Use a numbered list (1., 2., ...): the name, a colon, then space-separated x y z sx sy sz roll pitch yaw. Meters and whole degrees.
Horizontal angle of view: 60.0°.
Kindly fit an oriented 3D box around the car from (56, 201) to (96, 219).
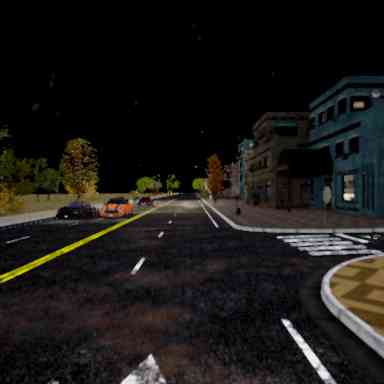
1. car: -9.849 1.510 28.677 2.033 1.411 5.357 0 0 0

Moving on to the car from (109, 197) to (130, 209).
1. car: -9.833 1.443 45.561 1.837 1.490 4.892 0 0 0

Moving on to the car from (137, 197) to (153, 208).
1. car: -6.580 1.463 47.339 1.812 1.442 4.674 0 0 0

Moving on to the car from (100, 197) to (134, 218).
1. car: -6.596 1.314 29.372 2.097 1.767 4.553 0 0 0

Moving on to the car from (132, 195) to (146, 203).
1. car: -9.746 1.231 61.533 1.895 1.301 4.718 0 0 0
